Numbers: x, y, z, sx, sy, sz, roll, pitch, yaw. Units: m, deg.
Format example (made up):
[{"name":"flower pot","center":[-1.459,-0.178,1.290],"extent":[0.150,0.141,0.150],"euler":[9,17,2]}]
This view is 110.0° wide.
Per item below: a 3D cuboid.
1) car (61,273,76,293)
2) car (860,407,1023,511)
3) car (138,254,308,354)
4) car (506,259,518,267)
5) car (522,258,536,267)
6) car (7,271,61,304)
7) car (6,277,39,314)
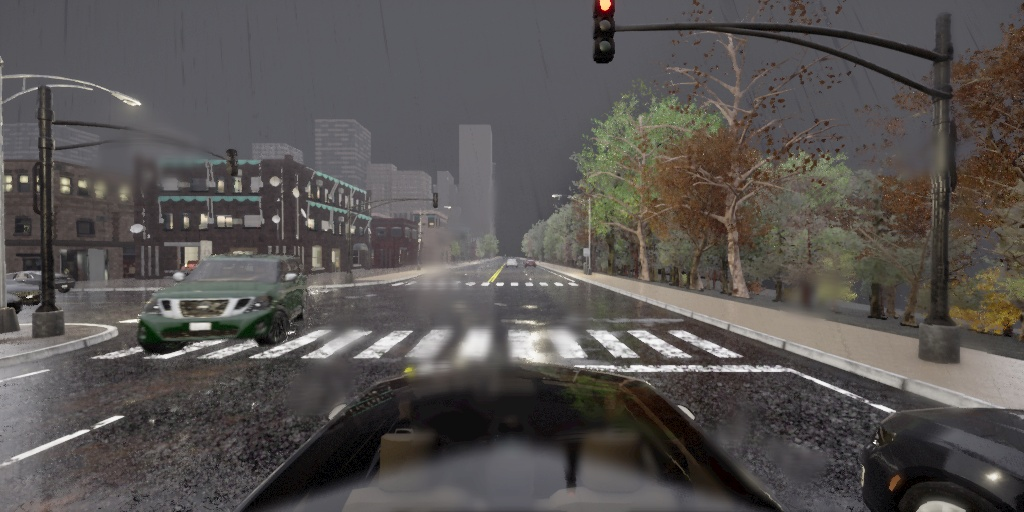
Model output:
[{"name":"car","center":[-28.320,1.560,20.954],"extent":[4.403,1.370,2.007],"euler":[0,0,0]},{"name":"car","center":[3.352,1.255,0.459],"extent":[1.837,1.490,4.892],"euler":[0,0,0]},{"name":"car","center":[-6.839,0.972,9.313],"extent":[2.150,2.045,5.566],"euler":[1,-1,-21]},{"name":"car","center":[-0.029,1.252,63.289],"extent":[1.812,1.442,4.674],"euler":[0,0,0]},{"name":"car","center":[3.224,1.252,63.392],"extent":[1.812,1.442,4.674],"euler":[0,0,0]},{"name":"car","center":[-22.826,1.509,15.162],"extent":[4.892,1.490,1.837],"euler":[-1,1,0]},{"name":"car","center":[-19.969,1.565,12.459],"extent":[4.313,1.339,1.948],"euler":[0,0,0]}]
